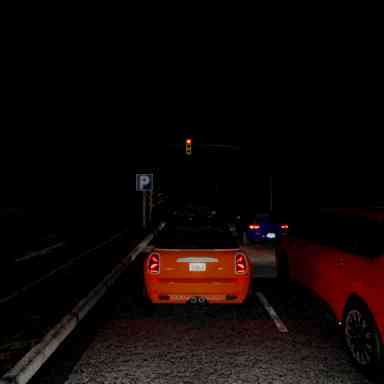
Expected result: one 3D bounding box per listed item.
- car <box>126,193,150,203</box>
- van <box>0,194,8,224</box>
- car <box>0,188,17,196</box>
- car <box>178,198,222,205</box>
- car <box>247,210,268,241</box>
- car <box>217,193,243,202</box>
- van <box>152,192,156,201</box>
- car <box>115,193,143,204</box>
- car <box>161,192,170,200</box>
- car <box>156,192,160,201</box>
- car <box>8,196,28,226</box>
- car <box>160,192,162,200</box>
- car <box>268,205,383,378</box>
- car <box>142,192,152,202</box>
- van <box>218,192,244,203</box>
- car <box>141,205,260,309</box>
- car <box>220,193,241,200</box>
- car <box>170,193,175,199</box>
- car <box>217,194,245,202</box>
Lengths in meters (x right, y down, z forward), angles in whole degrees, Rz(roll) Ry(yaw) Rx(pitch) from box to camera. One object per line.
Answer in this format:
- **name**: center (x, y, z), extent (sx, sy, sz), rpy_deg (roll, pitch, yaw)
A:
- **car**: center (-10.839, 1.190, 66.268), extent (4.553, 1.767, 2.185), rpy_deg (-1, 0, -14)
- **van**: center (-13.640, 1.294, 19.534), extent (4.442, 1.987, 1.878), rpy_deg (-1, 0, -20)
- **car**: center (-28.267, 0.132, 51.156), extent (2.002, 1.452, 4.674), rpy_deg (6, -3, -20)
- **car**: center (0.142, 1.377, 16.723), extent (2.097, 1.767, 4.553), rpy_deg (0, 0, 0)
- **car**: center (3.132, 1.548, 15.382), extent (1.812, 1.442, 4.674), rpy_deg (0, 0, 0)
- **car**: center (7.535, 1.136, 65.925), extent (4.553, 1.767, 2.185), rpy_deg (1, 0, -14)
- **van**: center (-10.380, 1.087, 69.309), extent (4.442, 1.987, 1.878), rpy_deg (-1, 0, -14)
- **car**: center (-11.565, 1.353, 60.322), extent (4.792, 1.488, 2.163), rpy_deg (-1, 0, -15)
- **car**: center (-8.622, 1.350, 84.263), extent (4.674, 1.452, 2.002), rpy_deg (-1, 0, -12)
- **car**: center (-10.158, 1.315, 72.280), extent (4.892, 1.521, 2.231), rpy_deg (-1, 0, -14)
- **car**: center (-13.671, 1.401, 22.512), extent (4.553, 1.767, 2.185), rpy_deg (-1, 0, -19)
- **car**: center (-9.791, 1.353, 75.276), extent (4.674, 1.452, 2.002), rpy_deg (-1, 0, -13)
- **car**: center (3.099, 1.229, 5.688), extent (2.150, 2.045, 5.566), rpy_deg (0, 0, -1)
- **car**: center (-10.926, 1.310, 63.316), extent (5.366, 1.575, 1.946), rpy_deg (-1, 0, -15)
- **van**: center (7.157, 1.037, 62.955), extent (4.442, 1.987, 1.878), rpy_deg (1, 0, -14)
- **car**: center (0.102, 1.363, 8.077), extent (2.097, 1.767, 4.553), rpy_deg (0, 0, 0)
- **car**: center (9.296, 1.122, 80.629), extent (4.553, 1.767, 2.185), rpy_deg (1, 0, -12)
- **car**: center (-8.178, 1.058, 87.270), extent (5.566, 2.045, 2.435), rpy_deg (-1, 0, -12)
- **car**: center (8.065, 1.258, 68.920), extent (5.366, 1.575, 1.946), rpy_deg (1, 0, -13)
